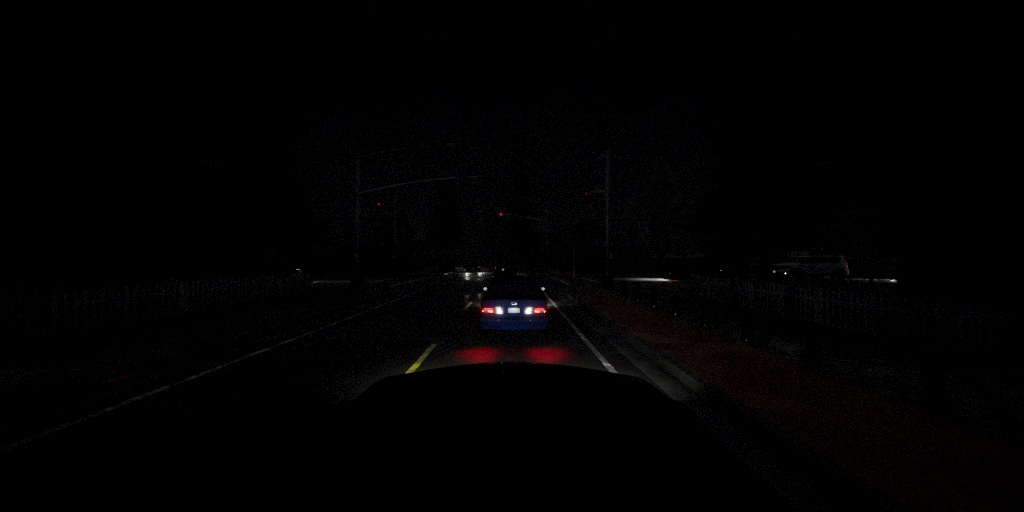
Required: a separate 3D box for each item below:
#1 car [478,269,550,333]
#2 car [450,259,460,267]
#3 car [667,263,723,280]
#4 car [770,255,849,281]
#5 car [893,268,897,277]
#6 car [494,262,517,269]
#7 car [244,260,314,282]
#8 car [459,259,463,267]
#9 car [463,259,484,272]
[{"bbox_3d":[0.062,1.297,10.754,2.033,1.411,5.357,0,0,0],"label":"car"},{"bbox_3d":[-9.701,1.263,64.372,2.033,1.411,5.357,0,0,-23],"label":"car"},{"bbox_3d":[15.314,1.299,30.171,4.181,1.385,1.994,0,0,2],"label":"car"},{"bbox_3d":[24.679,0.956,29.892,5.566,2.045,2.150,0,0,1],"label":"car"},{"bbox_3d":[34.525,1.087,29.584,4.553,1.767,2.097,0,0,2],"label":"car"},{"bbox_3d":[-0.654,1.281,36.651,1.994,1.385,4.181,0,0,6],"label":"car"},{"bbox_3d":[-17.718,1.087,27.434,4.553,1.767,2.097,0,0,2],"label":"car"},{"bbox_3d":[-6.316,1.263,54.340,2.033,1.411,5.357,0,0,-14],"label":"car"},{"bbox_3d":[-4.779,1.220,44.682,1.837,1.490,4.892,0,0,-6],"label":"car"}]
